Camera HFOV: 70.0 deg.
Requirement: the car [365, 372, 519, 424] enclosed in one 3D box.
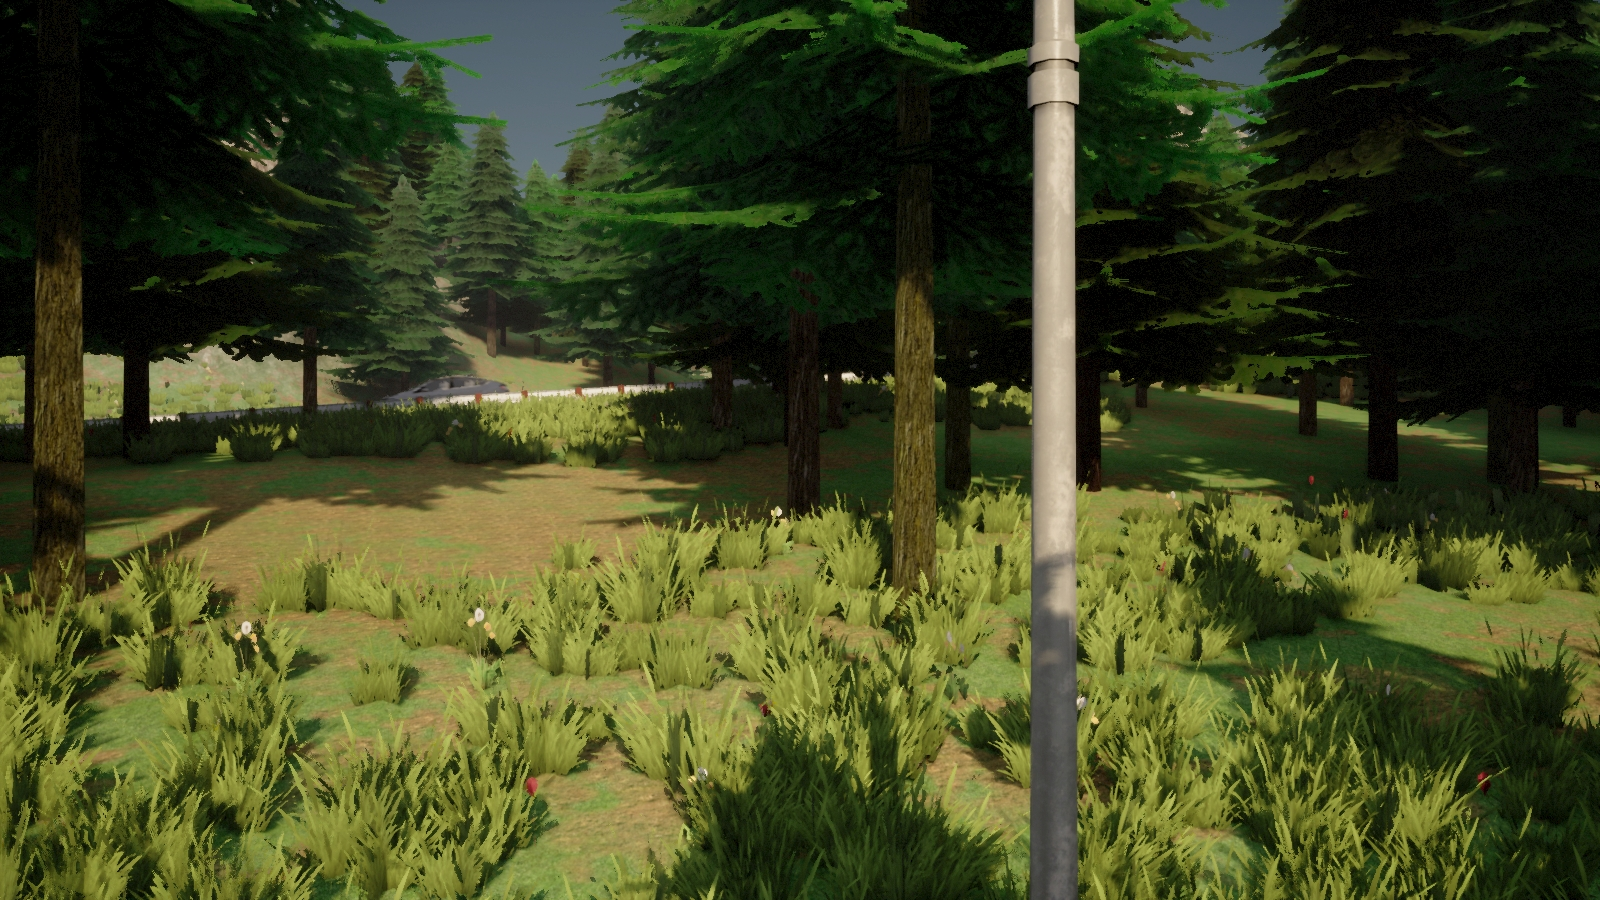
[{"bbox_3d":[-12.644,-1.846,40.423,4.792,1.488,2.163,-5,2,-27],"label":"car"}]
